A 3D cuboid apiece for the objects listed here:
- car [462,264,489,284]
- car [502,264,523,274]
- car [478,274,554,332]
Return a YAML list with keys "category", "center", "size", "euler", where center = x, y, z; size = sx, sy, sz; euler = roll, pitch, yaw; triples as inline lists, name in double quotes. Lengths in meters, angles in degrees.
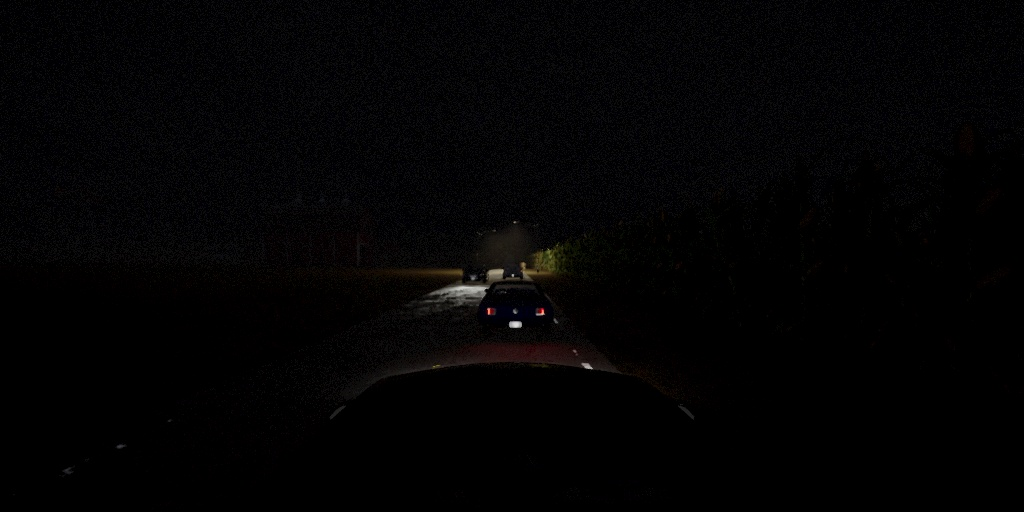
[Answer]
- category: "car"
  center: [-2.869, 1.412, 28.801]
  size: [2.128, 1.511, 4.902]
  euler: [0, 0, 0]
- category: "car"
  center: [0.077, 1.495, 33.740]
  size: [1.812, 1.442, 4.674]
  euler: [0, 0, 0]
- category: "car"
  center: [0.092, 1.403, 11.014]
  size: [1.895, 1.301, 4.718]
  euler: [0, 0, 0]
